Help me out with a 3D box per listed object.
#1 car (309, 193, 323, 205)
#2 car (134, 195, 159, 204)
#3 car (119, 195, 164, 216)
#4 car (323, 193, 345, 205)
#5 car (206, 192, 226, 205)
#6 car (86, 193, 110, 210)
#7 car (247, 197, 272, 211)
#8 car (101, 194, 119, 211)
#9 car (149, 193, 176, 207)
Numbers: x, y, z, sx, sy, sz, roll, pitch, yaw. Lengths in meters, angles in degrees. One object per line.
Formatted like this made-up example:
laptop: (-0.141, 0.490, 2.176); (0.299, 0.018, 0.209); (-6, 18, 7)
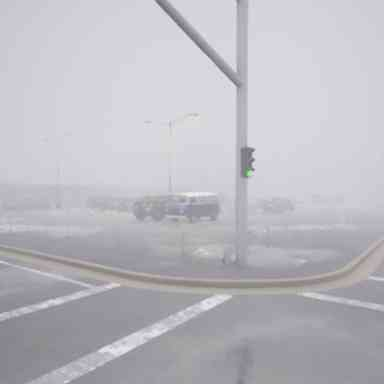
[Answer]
car: (21.020, 1.146, 55.759); (1.905, 1.878, 3.866); (0, 0, 37)
car: (-7.473, 1.240, 55.137); (1.784, 1.438, 3.905); (0, 0, 37)
car: (-5.207, 1.328, 34.671); (1.970, 1.475, 3.806); (0, 0, 37)
car: (23.311, 1.156, 53.989); (1.932, 1.855, 4.605); (0, 0, 37)
car: (5.247, 1.056, 67.433); (1.905, 1.878, 3.866); (0, 0, 37)
car: (-9.713, 1.060, 37.958); (1.932, 1.855, 4.605); (0, 0, 37)
car: (8.430, 1.363, 43.353); (1.970, 1.475, 3.806); (0, 0, 37)
car: (-7.530, 1.283, 36.398); (1.784, 1.438, 3.905); (0, 0, 37)
car: (-5.186, 1.043, 53.358); (1.932, 1.855, 4.605); (0, 0, 37)
